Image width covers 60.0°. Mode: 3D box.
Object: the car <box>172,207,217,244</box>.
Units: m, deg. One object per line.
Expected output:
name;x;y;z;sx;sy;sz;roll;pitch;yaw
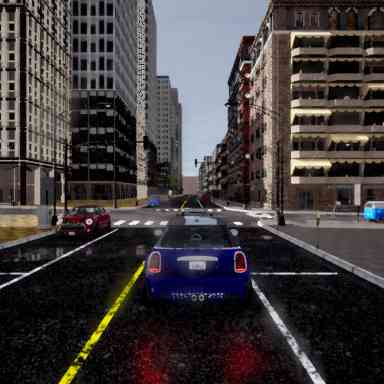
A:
car;0.106;1.566;16.646;1.994;1.385;4.181;0;0;0

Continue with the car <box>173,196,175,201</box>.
car;-5.659;1.483;89.080;1.967;1.590;4.097;0;0;0

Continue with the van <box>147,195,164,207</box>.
van;-5.673;1.354;50.224;1.690;1.788;3.998;0;0;0

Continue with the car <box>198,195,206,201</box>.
car;2.722;1.593;89.078;2.008;1.369;4.403;0;0;0

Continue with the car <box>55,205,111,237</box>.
car;-5.685;1.442;17.750;1.967;1.590;4.097;0;0;0

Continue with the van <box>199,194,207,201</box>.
van;2.719;1.379;83.528;1.690;1.788;3.998;0;0;0

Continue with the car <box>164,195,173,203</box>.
car;-5.665;1.554;72.258;1.752;1.417;4.829;0;0;0

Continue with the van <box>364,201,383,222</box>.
van;16.940;1.707;28.474;3.998;1.788;1.690;1;-1;0

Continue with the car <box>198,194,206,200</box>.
car;2.723;1.363;94.629;2.192;1.841;5.009;0;0;0

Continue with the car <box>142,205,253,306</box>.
car;0.102;1.353;8.167;2.097;1.767;4.553;0;0;0

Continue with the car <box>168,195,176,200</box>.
car;-5.657;1.574;94.461;1.752;1.417;4.829;0;0;0

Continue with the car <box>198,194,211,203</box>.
car;2.713;1.339;66.875;2.192;1.841;5.009;0;0;0
